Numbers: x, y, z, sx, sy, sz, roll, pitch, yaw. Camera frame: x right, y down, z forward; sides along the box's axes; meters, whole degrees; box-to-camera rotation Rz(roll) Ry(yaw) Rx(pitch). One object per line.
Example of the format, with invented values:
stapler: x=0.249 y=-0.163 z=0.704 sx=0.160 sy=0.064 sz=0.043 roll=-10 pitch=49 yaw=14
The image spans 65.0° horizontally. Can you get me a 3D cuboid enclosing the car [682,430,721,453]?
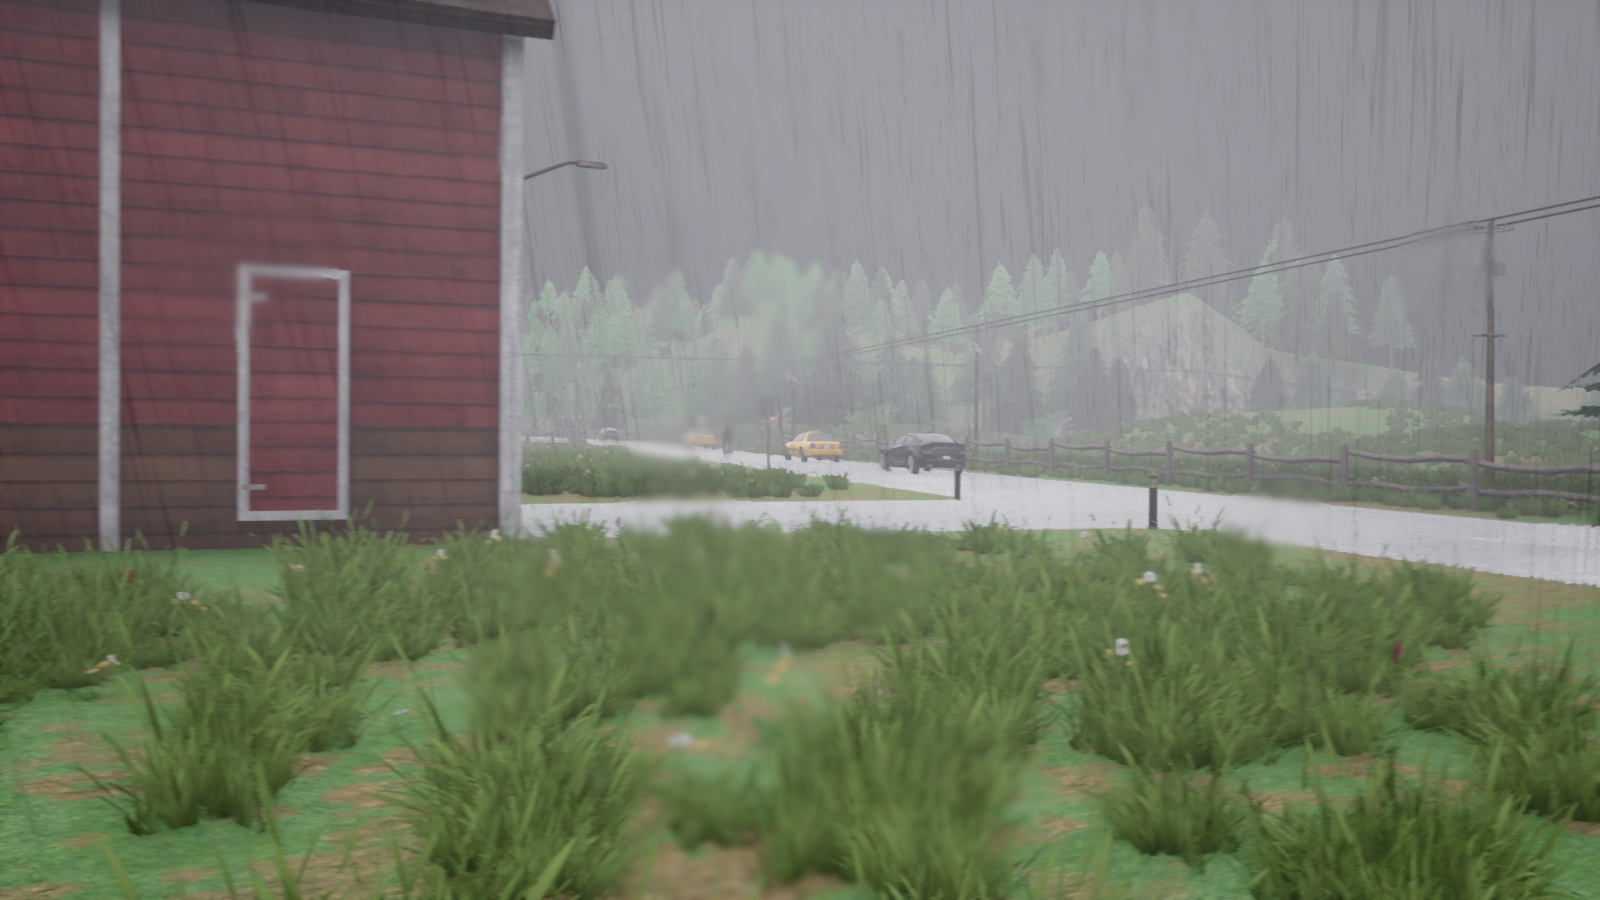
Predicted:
car: x=-7.006 y=-0.633 z=88.840 sx=1.801 sy=1.575 sz=5.366 roll=-1 pitch=1 yaw=-15

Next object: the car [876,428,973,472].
car: x=4.509 y=-0.029 z=46.439 sx=1.882 sy=1.535 sz=5.008 roll=-1 pitch=1 yaw=-15

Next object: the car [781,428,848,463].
car: x=0.650 y=-0.254 z=60.488 sx=1.801 sy=1.575 sz=5.366 roll=-1 pitch=1 yaw=-15
